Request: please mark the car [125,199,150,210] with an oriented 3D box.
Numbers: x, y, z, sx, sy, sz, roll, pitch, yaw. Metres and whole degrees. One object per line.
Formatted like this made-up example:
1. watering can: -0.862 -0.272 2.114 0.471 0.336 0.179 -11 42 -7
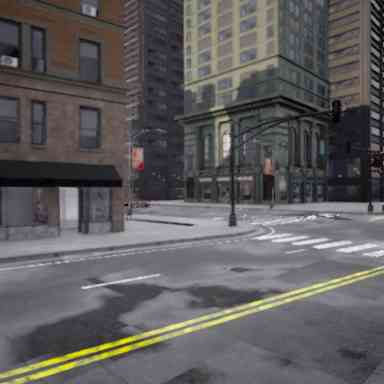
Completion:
1. car: -7.190 1.488 40.759 1.895 1.301 4.718 0 0 -45
